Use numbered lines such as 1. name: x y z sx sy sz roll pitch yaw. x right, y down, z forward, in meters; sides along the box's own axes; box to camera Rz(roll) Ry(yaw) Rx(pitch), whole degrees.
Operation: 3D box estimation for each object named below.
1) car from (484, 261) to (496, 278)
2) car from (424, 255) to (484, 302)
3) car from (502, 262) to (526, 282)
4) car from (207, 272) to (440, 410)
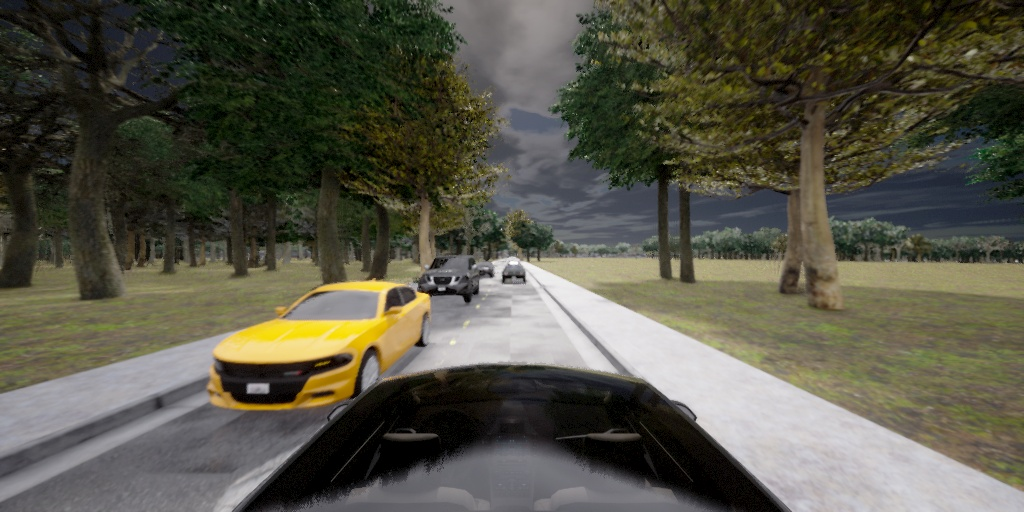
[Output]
1. car: -2.651 1.269 34.726 1.837 1.490 4.892 0 0 0
2. car: -2.791 0.967 17.161 2.150 2.045 5.566 0 0 0
3. car: 0.159 1.361 29.358 1.895 1.301 4.718 0 0 0
4. car: -2.836 1.221 6.529 1.882 1.535 5.008 0 0 0
